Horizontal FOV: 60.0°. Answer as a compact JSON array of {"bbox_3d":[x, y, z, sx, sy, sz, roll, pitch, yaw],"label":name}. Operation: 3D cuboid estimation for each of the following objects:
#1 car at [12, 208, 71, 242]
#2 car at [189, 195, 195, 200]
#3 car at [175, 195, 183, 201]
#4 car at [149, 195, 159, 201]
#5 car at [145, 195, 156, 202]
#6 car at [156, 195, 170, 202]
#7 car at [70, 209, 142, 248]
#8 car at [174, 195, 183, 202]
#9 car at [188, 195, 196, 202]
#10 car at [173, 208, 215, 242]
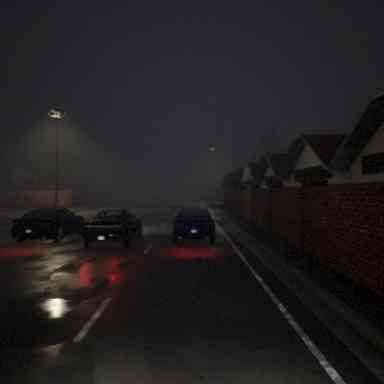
[{"bbox_3d":[-6.911,1.512,16.542,1.882,1.535,5.008,0,0,0],"label":"car"},{"bbox_3d":[0.004,1.533,91.573,1.837,1.490,4.892,0,0,0],"label":"car"},{"bbox_3d":[-3.496,1.573,91.573,2.033,1.411,5.357,0,0,0],"label":"car"},{"bbox_3d":[-10.496,1.559,91.573,2.128,1.511,4.902,0,0,0],"label":"car"},{"bbox_3d":[-10.497,1.679,81.569,1.812,1.442,4.674,0,0,0],"label":"car"},{"bbox_3d":[-6.997,1.653,81.154,1.837,1.490,4.892,0,0,0],"label":"car"},{"bbox_3d":[-3.416,1.522,14.941,2.128,1.511,4.902,0,0,0],"label":"car"},{"bbox_3d":[-3.497,1.679,81.570,1.812,1.442,4.674,0,0,0],"label":"car"},{"bbox_3d":[0.003,1.678,81.153,2.128,1.511,4.902,0,0,0],"label":"car"},{"bbox_3d":[0.089,1.511,16.549,1.882,1.535,5.008,0,0,0],"label":"car"}]
